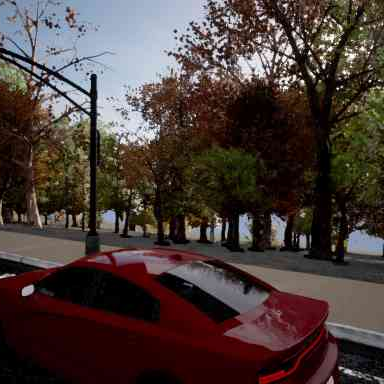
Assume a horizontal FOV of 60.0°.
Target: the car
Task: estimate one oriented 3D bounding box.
[{"bbox_3d":[-0.849,1.477,4.283,5.008,1.535,1.882,0,0,35],"label":"car"}]
